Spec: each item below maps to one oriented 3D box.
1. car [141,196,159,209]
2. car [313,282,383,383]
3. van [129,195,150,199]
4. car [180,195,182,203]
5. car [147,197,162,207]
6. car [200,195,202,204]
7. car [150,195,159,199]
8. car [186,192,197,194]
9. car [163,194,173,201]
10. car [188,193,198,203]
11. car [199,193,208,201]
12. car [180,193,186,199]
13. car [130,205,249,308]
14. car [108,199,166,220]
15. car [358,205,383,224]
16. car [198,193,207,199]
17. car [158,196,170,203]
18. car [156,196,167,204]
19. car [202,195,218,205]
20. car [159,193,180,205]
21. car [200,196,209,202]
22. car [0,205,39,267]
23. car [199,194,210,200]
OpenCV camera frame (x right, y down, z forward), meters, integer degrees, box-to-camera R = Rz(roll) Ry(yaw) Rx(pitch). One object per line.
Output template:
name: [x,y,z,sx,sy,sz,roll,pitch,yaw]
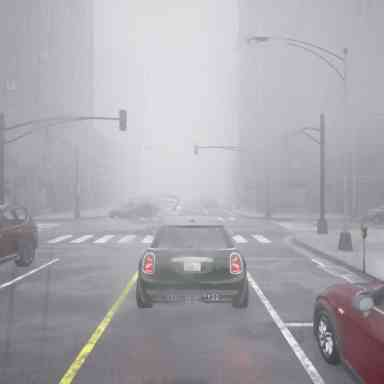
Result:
car: [-5.822,1.434,46.774,1.967,1.590,4.097,0,0,0]
car: [2.670,1.440,3.130,1.967,1.590,4.097,0,0,0]
van: [-5.830,1.337,35.582,1.690,1.788,3.998,0,0,0]
car: [-3.047,1.593,54.112,1.895,1.301,4.718,0,0,0]
car: [-5.817,1.538,52.370,1.887,1.381,4.507,0,0,0]
car: [2.709,1.544,52.386,2.008,1.369,4.403,0,0,0]
car: [-5.826,1.310,41.179,2.192,1.841,5.009,0,0,0]
car: [0.060,1.362,76.576,1.812,1.442,4.674,0,0,0]
car: [-5.795,1.302,80.349,2.192,1.841,5.009,0,0,0]
car: [0.107,1.515,66.609,1.812,1.442,4.674,0,0,0]
car: [3.069,1.210,86.585,2.150,2.045,5.566,0,0,0]
car: [-2.945,1.535,69.304,2.033,1.411,5.357,0,0,0]
car: [0.016,1.352,8.056,2.097,1.767,4.553,0,0,0]
car: [-4.632,1.543,27.746,2.033,1.411,5.357,0,0,25]
car: [14.395,1.515,23.743,4.674,1.442,1.812,0,0,1]
car: [2.718,1.305,63.574,2.192,1.841,5.009,0,0,0]
car: [-5.804,1.540,69.158,2.008,1.369,4.403,0,0,0]
car: [-5.808,1.516,63.392,1.752,1.417,4.829,0,0,0]
car: [2.705,1.520,46.961,1.752,1.417,4.829,0,0,0]
car: [-3.066,1.220,42.073,2.150,2.045,5.566,0,0,0]
car: [2.727,1.570,74.763,1.802,1.307,4.206,0,0,0]
car: [-5.852,1.315,8.635,2.192,1.841,5.009,0,0,0]
car: [2.713,1.558,57.980,1.947,1.339,4.313,0,0,0]
